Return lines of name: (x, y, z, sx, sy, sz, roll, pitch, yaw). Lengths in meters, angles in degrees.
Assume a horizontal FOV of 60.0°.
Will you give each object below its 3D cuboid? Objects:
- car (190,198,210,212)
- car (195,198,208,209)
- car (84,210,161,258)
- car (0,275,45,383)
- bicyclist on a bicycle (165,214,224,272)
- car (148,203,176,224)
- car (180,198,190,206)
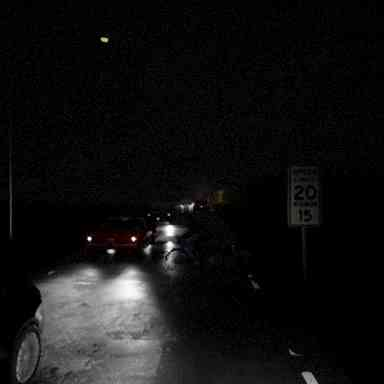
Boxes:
car: (1.155, 1.667, 40.032, 1.994, 1.385, 4.181, 0, 0, 2)
car: (1.468, 1.686, 50.740, 1.882, 1.535, 5.008, 0, -1, 2)
car: (-2.553, 1.602, 12.927, 1.895, 1.301, 4.718, 0, 0, 2)
car: (-2.807, 1.525, 2.579, 1.812, 1.442, 4.674, 0, 0, 0)
bicyclist on a bicycle: (0.061, 1.455, 9.331, 1.656, 1.620, 0.582, -1, 0, 2)
car: (-2.206, 1.543, 24.796, 1.812, 1.442, 4.674, 0, 0, 2)
car: (-1.057, 1.877, 63.827, 1.812, 1.442, 4.674, 0, -1, 2)
